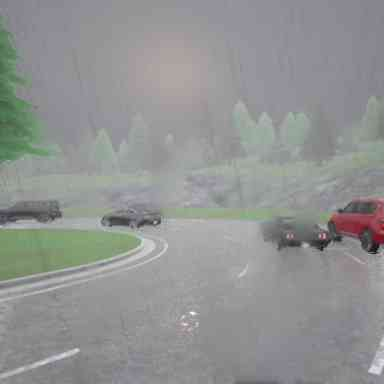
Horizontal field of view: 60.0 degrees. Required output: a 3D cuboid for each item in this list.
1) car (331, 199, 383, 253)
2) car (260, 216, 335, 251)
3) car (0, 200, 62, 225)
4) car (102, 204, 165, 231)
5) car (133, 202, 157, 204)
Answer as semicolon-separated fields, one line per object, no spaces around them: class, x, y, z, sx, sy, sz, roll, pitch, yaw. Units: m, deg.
car;7.685;1.287;14.036;2.150;2.045;5.566;0;-1;2
car;4.283;1.716;14.630;1.895;1.301;4.718;-1;-1;1
car;-14.366;1.734;29.214;5.566;2.045;2.150;-1;-1;-7
car;-4.327;1.811;23.296;4.902;1.511;2.128;-1;-1;38
car;-4.926;1.769;31.324;4.553;1.767;2.097;-1;-1;23
